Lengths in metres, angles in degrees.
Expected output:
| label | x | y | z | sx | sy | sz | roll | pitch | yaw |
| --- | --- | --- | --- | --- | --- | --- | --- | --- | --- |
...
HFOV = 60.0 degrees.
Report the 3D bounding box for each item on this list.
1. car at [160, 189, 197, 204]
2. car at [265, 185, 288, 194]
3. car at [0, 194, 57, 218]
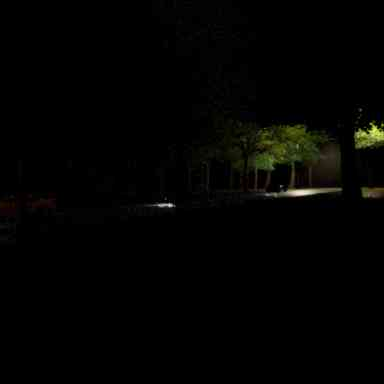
| label | x | y | z | sx | sy | sz | roll | pitch | yaw |
| --- | --- | --- | --- | --- | --- | --- | --- | --- | --- |
| car | -1.346 | 0.394 | 33.592 | 1.994 | 1.385 | 4.181 | 0 | 2 | 38 |
| car | 13.373 | -0.465 | 52.565 | 1.895 | 1.301 | 4.718 | 0 | 2 | 38 |
| car | -11.367 | 0.934 | 21.386 | 1.882 | 1.535 | 5.008 | 0 | 2 | 44 |
